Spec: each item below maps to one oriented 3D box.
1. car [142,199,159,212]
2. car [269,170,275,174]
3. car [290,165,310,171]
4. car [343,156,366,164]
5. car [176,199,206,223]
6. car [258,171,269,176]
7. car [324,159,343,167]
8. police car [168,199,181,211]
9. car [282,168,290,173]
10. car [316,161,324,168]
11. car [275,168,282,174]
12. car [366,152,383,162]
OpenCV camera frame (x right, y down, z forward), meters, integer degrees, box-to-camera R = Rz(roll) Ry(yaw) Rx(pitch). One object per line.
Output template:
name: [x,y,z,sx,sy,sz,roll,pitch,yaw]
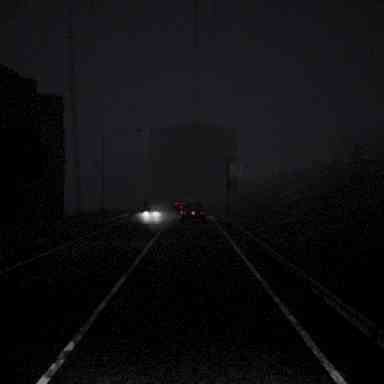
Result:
car: [-5.210,1.643,41.429,2.128,1.511,4.902,0,-1,-13]
car: [21.103,-4.778,81.678,2.185,1.767,4.553,0,1,-1]
car: [21.471,-4.529,64.993,2.185,1.767,4.553,0,1,-1]
car: [22.079,-3.979,42.999,2.002,1.452,4.674,0,1,-3]
car: [0.083,1.504,25.291,2.033,1.411,5.357,0,0,0]
car: [20.858,-4.799,92.692,2.231,1.521,4.892,0,1,-1]
car: [21.844,-4.135,48.540,2.231,1.521,4.892,0,1,-1]
police car: [-1.924,1.658,43.312,2.038,1.542,4.974,-1,-1,-13]
car: [21.350,-4.446,70.487,2.002,1.452,4.674,0,1,-1]
car: [21.713,-4.233,54.058,2.231,1.521,4.892,0,1,-1]
car: [21.225,-4.698,76.159,2.185,1.767,4.553,0,1,-1]
car: [22.433,-3.898,37.462,2.097,1.535,5.008,0,1,-4]
